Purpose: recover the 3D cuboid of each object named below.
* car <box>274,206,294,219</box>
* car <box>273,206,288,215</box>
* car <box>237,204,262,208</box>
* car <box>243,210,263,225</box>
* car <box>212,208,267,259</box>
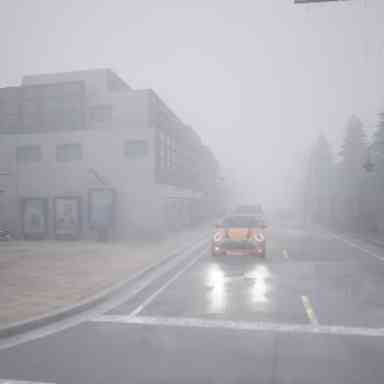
[{"bbox_3d":[12.060,2.601,43.257,1.882,1.535,5.008,-1,-2,12],"label":"car"},{"bbox_3d":[14.235,2.943,53.476,2.033,1.411,5.357,-1,-2,12],"label":"car"},{"bbox_3d":[4.125,1.879,23.784,2.150,2.045,5.566,-1,-2,12],"label":"car"},{"bbox_3d":[6.239,2.520,33.616,1.895,1.301,4.718,-1,-2,12],"label":"car"},{"bbox_3d":[2.155,1.764,14.544,2.097,1.767,4.553,-1,-2,12],"label":"car"}]
